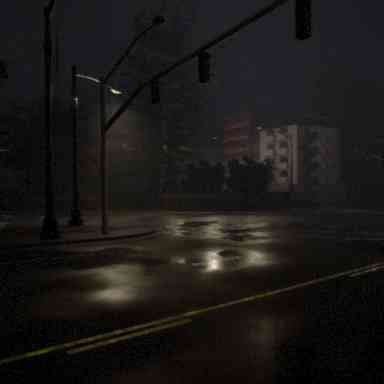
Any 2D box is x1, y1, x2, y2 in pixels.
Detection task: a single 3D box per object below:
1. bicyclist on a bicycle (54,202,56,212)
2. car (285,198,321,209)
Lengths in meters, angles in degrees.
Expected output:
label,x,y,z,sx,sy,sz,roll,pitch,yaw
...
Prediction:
label,x,y,z,sx,sy,sz,roll,pitch,yaw
bicyclist on a bicycle,-14.982,1.384,35.416,0.582,1.620,1.656,-1,1,9
car,13.120,1.360,40.182,1.895,1.301,4.718,-1,1,-35
